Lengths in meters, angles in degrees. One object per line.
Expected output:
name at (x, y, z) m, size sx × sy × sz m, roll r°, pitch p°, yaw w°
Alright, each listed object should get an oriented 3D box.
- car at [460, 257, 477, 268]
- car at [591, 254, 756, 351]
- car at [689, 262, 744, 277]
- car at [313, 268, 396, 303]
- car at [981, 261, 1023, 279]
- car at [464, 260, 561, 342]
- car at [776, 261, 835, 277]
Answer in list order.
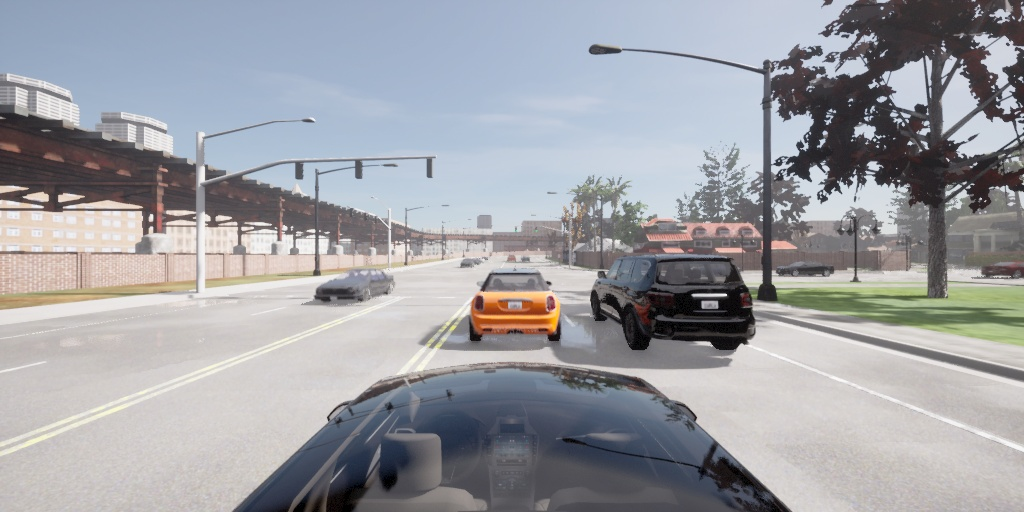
car at (-7.148, 1.119, 57.612) m, size 1.837 × 1.490 × 4.892 m, roll 0°, pitch 1°, yaw 0°
car at (3.572, 0.972, 9.134) m, size 2.150 × 2.045 × 5.566 m, roll 0°, pitch 0°, yaw 0°
car at (19.859, 1.315, 34.947) m, size 4.181 × 1.385 × 1.994 m, roll 0°, pitch 0°, yaw -2°
car at (-7.115, 1.297, 16.959) m, size 2.033 × 1.411 × 5.357 m, roll 0°, pitch 0°, yaw 0°
car at (45.079, 1.227, 31.952) m, size 5.008 × 1.535 × 1.882 m, roll 0°, pitch 0°, yaw -2°
car at (0.073, 1.101, 9.952) m, size 2.097 × 1.767 × 4.553 m, roll 0°, pitch 0°, yaw 0°
car at (28.674, 1.228, 35.182) m, size 5.008 × 1.535 × 1.882 m, roll 0°, pitch 0°, yaw -2°
